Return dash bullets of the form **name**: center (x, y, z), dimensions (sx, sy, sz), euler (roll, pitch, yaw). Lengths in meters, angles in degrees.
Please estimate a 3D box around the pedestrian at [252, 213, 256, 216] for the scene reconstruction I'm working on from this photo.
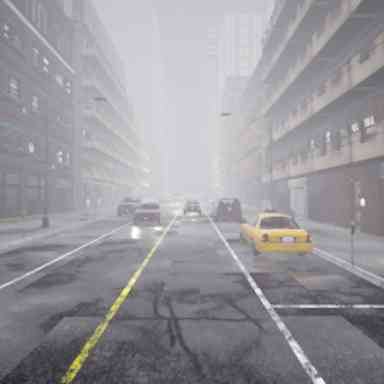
- **pedestrian**: center (3.002, 1.582, 15.978), dimensions (0.375, 1.300, 0.375), euler (1, -1, -1)

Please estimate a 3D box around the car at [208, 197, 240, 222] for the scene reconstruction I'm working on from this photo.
- **car**: center (2.712, 1.327, 26.106), dimensions (2.192, 1.841, 5.009), euler (1, 0, 0)

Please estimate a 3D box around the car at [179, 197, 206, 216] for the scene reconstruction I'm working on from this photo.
- **car**: center (0.055, 1.562, 33.332), dimensions (2.033, 1.411, 5.357), euler (0, 0, 1)

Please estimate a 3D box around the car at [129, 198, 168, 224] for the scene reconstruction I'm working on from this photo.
- **car**: center (-3.095, 1.489, 24.748), dimensions (1.882, 1.535, 5.008), euler (0, 0, 0)

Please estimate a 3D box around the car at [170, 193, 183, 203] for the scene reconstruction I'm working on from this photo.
- **car**: center (-3.003, 1.293, 65.866), dimensions (2.150, 2.045, 5.566), euler (0, 0, 0)

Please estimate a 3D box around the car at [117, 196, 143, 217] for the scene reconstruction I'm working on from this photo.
- **car**: center (-5.668, 1.330, 31.595), dimensions (2.192, 1.841, 5.009), euler (1, 0, 0)

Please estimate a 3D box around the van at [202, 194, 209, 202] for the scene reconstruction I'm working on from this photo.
- **van**: center (2.718, 1.365, 70.429), dimensions (1.690, 1.788, 3.998), euler (1, 0, 0)

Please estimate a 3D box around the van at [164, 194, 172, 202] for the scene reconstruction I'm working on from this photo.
- **van**: center (-5.798, 1.367, 81.458), dimensions (1.690, 1.788, 3.998), euler (1, 0, 0)

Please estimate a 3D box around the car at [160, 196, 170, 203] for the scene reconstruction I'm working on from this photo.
- **car**: center (-5.634, 1.606, 70.377), dimensions (1.802, 1.307, 4.206), euler (1, 0, 0)

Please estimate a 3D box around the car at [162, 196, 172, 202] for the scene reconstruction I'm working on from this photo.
- **car**: center (-5.633, 1.591, 75.917), dimensions (1.947, 1.339, 4.313), euler (1, 0, 0)

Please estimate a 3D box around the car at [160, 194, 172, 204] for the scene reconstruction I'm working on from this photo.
- **car**: center (-5.634, 1.573, 64.836), dimensions (2.008, 1.369, 4.403), euler (1, 0, 0)

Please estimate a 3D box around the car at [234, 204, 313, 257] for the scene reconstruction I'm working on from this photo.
- **car**: center (3.002, 1.462, 12.974), dimensions (1.801, 1.575, 5.366), euler (0, 0, 0)
